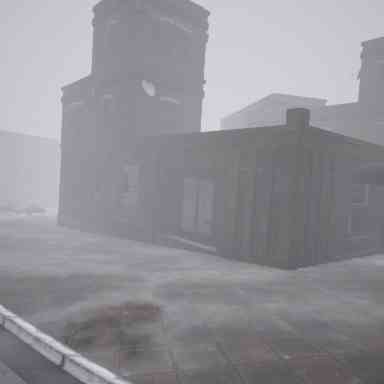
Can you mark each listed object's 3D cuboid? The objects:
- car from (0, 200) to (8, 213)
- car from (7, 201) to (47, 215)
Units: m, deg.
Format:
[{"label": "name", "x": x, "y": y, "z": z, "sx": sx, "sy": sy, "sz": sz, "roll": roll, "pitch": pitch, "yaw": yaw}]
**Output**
[{"label": "car", "x": -23.522, "y": 1.826, "z": 41.708, "sx": 2.128, "sy": 1.511, "sz": 4.902, "roll": 4, "pitch": -1, "yaw": 3}, {"label": "car", "x": -20.237, "y": 2.106, "z": 41.611, "sx": 2.033, "sy": 1.411, "sz": 5.357, "roll": 4, "pitch": -2, "yaw": 3}]
